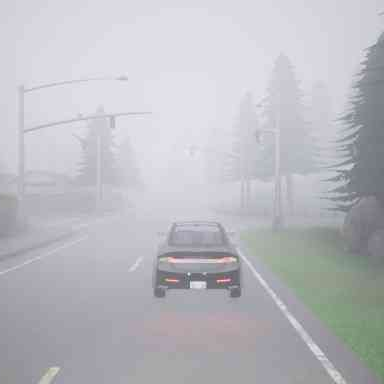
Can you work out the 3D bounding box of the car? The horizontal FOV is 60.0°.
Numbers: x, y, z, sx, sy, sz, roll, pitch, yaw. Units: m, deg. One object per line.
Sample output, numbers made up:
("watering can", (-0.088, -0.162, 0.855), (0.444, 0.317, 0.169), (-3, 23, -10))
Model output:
("car", (0.118, 1.491, 8.517), (2.128, 1.511, 4.902), (0, 0, 0))
